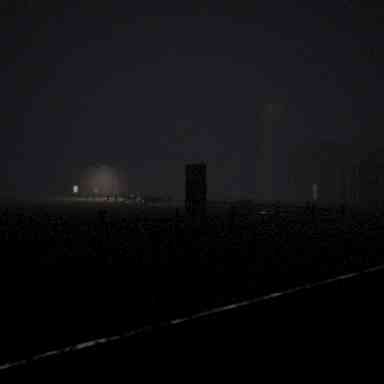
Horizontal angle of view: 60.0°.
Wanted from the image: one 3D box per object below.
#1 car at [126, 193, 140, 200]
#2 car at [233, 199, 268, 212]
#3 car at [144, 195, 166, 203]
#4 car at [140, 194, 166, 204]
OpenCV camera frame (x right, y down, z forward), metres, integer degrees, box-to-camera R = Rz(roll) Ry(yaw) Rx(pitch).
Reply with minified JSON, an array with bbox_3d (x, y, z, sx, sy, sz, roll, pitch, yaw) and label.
[{"bbox_3d":[-11.690,1.024,67.428,1.837,1.490,4.892,0,1,-36],"label":"car"},{"bbox_3d":[6.486,1.433,37.382,1.994,1.385,4.181,0,1,-36],"label":"car"},{"bbox_3d":[-6.819,1.203,60.707,1.895,1.301,4.718,0,1,-36],"label":"car"},{"bbox_3d":[-6.171,1.140,54.962,1.882,1.535,5.008,0,1,-35],"label":"car"}]
